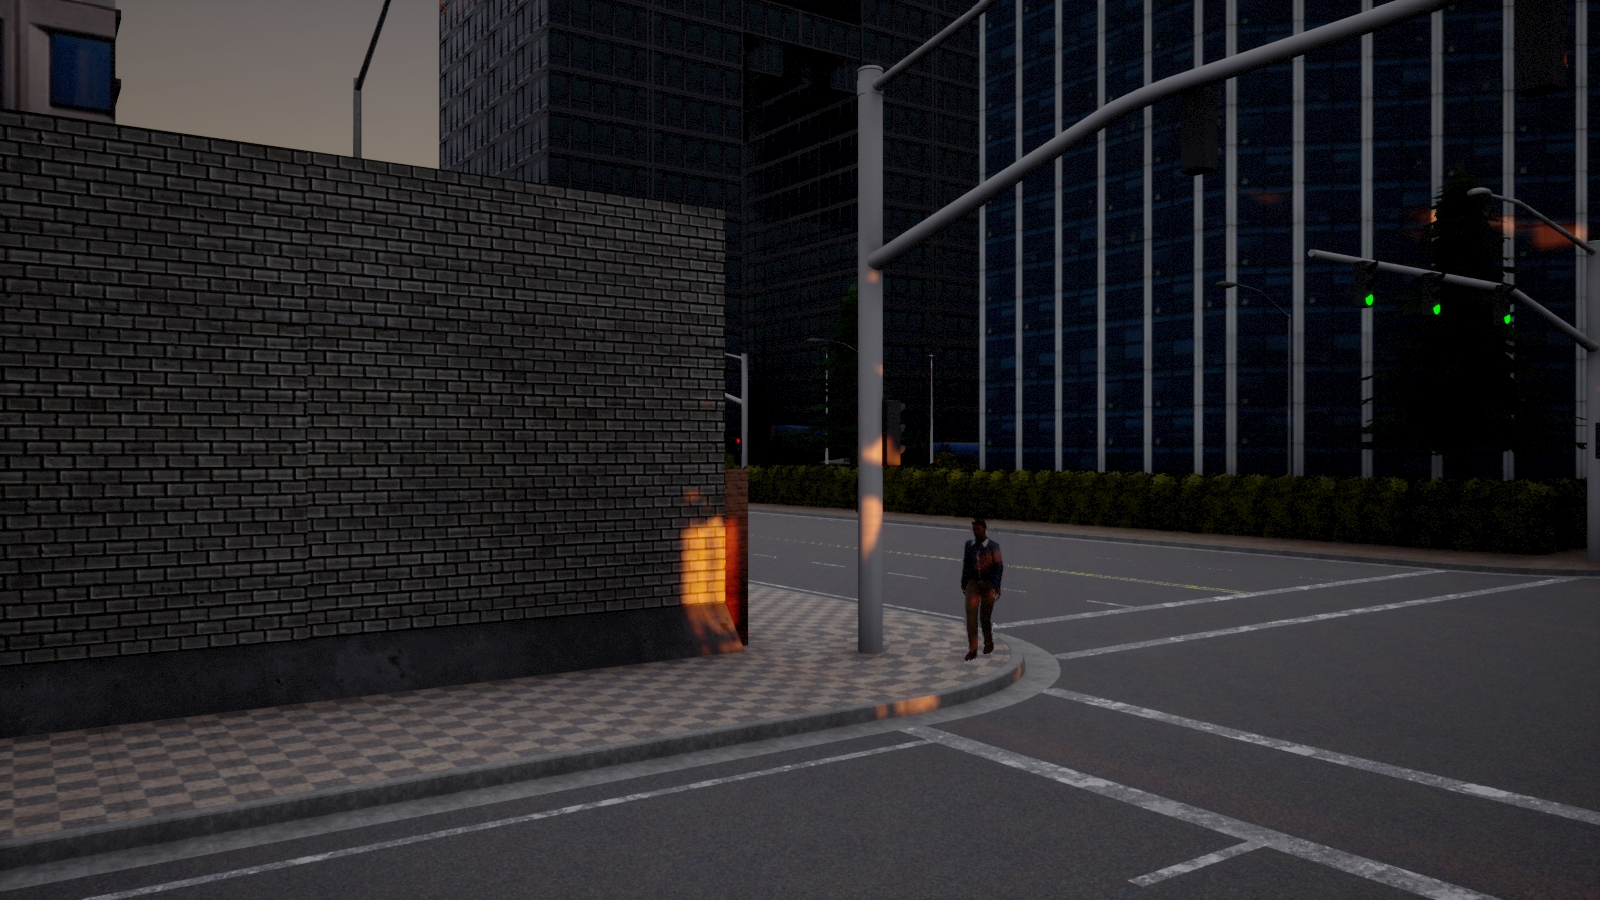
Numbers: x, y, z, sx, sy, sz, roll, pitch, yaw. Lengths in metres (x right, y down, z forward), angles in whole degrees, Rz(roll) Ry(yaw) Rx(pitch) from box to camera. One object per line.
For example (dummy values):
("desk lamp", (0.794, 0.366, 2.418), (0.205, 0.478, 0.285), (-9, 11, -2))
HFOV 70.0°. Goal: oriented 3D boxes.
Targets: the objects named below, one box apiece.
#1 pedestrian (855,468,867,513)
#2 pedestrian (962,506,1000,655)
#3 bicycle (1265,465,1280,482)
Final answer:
("pedestrian", (2.575, 1.698, 48.128), (0.375, 1.860, 0.375), (0, 0, -32))
("pedestrian", (2.323, 1.658, 14.671), (0.375, 1.860, 0.375), (0, 0, 29))
("bicycle", (41.698, 2.060, 100.832), (1.835, 1.471, 0.329), (0, 0, -35))
